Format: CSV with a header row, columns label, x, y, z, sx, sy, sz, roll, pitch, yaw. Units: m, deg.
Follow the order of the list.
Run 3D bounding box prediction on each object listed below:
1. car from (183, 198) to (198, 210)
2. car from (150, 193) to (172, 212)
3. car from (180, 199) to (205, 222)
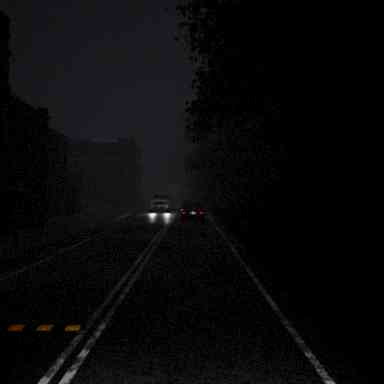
label,x,y,z,sx,sy,sz,roll,pitch,yaw
car,-0.233,1.538,42.924,1.895,1.301,4.718,0,0,-1
car,-3.497,1.178,37.943,2.150,2.045,5.566,0,0,-1
car,0.023,1.526,26.055,2.033,1.411,5.357,0,0,-1
